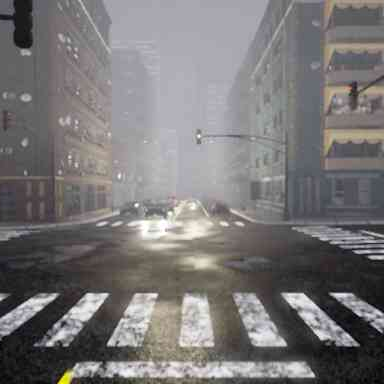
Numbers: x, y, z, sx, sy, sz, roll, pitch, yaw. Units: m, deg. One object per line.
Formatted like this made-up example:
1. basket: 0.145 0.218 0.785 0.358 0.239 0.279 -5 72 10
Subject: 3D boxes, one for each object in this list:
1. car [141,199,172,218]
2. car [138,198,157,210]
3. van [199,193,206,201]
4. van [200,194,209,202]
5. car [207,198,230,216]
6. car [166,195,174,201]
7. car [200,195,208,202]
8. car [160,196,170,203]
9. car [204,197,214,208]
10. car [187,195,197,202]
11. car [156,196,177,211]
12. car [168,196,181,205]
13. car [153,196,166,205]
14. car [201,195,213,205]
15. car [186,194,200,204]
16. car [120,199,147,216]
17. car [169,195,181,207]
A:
1. car: -3.088 1.575 29.808 1.895 1.301 4.718 0 0 0
2. car: -5.704 1.532 42.936 1.947 1.339 4.313 0 0 0
3. van: 2.668 1.298 87.113 1.690 1.788 3.998 -1 0 0
4. van: 2.674 1.304 53.972 1.690 1.788 3.998 0 0 0
5. car: 2.679 1.555 31.878 1.802 1.307 4.206 0 0 0
6. car: -5.711 1.482 86.954 1.752 1.417 4.829 0 0 0
7. car: 2.671 1.483 76.235 1.752 1.417 4.829 0 0 0
8. car: -5.708 1.540 70.554 1.802 1.307 4.206 0 0 0
9. car: 2.678 1.535 37.402 1.947 1.339 4.313 0 0 0
10. car: -0.011 1.385 71.369 1.895 1.301 4.718 0 0 0
11. car: -3.102 1.532 38.897 1.994 1.385 4.181 0 0 0
12. car: -3.009 1.508 59.483 2.033 1.411 5.357 0 0 0
13. car: -5.707 1.505 59.507 1.887 1.381 4.507 0 0 0
14. car: 2.676 1.509 48.449 1.887 1.381 4.507 0 0 0
15. car: -0.010 1.486 61.334 1.812 1.442 4.674 0 0 0
16. car: -5.702 1.538 31.889 1.947 1.339 4.313 0 0 0
17. car: -3.063 1.316 48.947 2.097 1.767 4.553 0 0 0
